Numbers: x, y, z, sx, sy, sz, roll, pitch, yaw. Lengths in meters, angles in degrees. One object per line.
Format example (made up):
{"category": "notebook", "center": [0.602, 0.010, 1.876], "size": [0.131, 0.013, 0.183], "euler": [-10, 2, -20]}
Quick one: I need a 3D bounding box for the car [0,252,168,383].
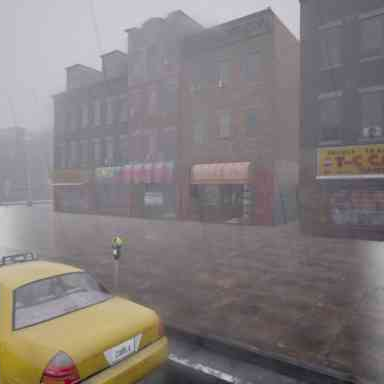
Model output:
{"category": "car", "center": [-2.554, 1.526, 4.636], "size": [4.829, 1.417, 1.752], "euler": [0, 0, 36]}
